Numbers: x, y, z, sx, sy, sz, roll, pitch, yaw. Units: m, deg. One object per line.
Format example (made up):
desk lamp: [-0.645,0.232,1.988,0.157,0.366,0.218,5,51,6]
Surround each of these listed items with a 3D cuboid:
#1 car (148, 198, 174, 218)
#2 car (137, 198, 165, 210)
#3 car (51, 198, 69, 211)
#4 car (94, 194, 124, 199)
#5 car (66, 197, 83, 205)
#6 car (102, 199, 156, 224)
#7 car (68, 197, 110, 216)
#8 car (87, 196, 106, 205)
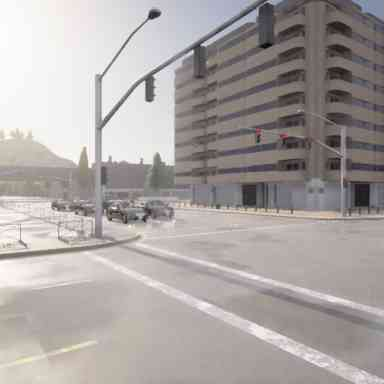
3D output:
car: [-3.427,1.547,29.477,2.128,1.511,4.902,0,0,-35]
car: [-5.647,1.581,45.060,1.812,1.442,4.674,0,0,-35]
car: [-16.146,1.547,41.402,2.128,1.511,4.902,0,0,-35]
car: [-9.127,1.277,37.528,2.150,2.045,5.566,0,0,-35]
car: [-22.039,1.619,62.167,1.994,1.385,4.181,0,0,-35]
car: [-5.094,1.547,25.773,2.128,1.511,4.902,0,0,-35]
car: [-10.341,1.547,33.186,2.128,1.511,4.902,0,0,-35]
car: [-17.984,1.533,62.498,1.882,1.535,5.008,0,0,-35]
